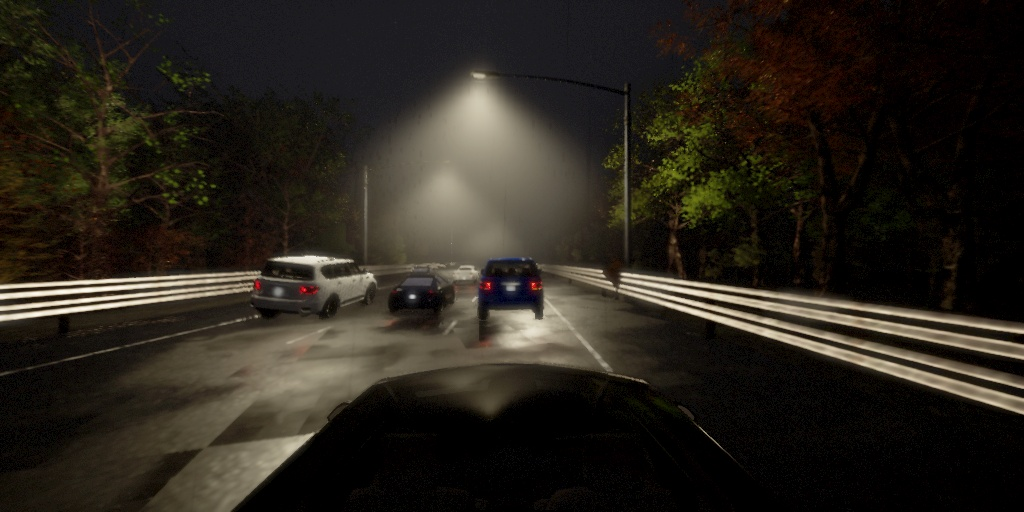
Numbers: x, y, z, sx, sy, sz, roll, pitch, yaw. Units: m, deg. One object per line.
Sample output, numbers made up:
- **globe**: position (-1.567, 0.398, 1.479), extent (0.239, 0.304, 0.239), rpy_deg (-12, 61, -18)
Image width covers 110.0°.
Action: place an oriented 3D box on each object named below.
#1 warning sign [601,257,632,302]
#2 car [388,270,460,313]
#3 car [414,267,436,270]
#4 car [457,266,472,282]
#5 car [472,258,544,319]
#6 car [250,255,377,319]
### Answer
- **warning sign**: position (4.473, 0.984, 15.277), extent (1.300, 1.860, 1.060), rpy_deg (0, 0, -1)
- **car**: position (-3.531, 1.429, 14.689), extent (1.994, 1.385, 4.181), rpy_deg (0, 0, 0)
- **car**: position (-7.255, 1.577, 29.643), extent (1.994, 1.385, 4.181), rpy_deg (0, 0, -1)
- **car**: position (-3.763, 1.544, 30.273), extent (1.812, 1.442, 4.674), rpy_deg (0, 0, -1)
- **car**: position (-0.027, 1.076, 13.443), extent (2.150, 2.045, 5.566), rpy_deg (0, 0, 0)
- **car**: position (-6.974, 1.010, 13.387), extent (2.150, 2.045, 5.566), rpy_deg (6, 3, 0)
